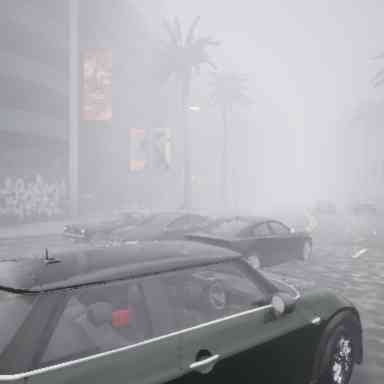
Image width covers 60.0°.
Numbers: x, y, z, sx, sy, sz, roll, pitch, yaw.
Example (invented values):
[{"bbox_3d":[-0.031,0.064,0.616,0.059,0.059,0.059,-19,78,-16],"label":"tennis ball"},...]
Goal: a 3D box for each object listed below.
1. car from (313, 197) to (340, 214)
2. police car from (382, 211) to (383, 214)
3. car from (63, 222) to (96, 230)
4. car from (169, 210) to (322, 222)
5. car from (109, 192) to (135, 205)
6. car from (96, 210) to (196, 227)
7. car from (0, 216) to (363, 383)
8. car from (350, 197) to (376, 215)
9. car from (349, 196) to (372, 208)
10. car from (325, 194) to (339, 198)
[{"bbox_3d":[13.968,1.547,35.041,1.994,1.385,4.181,0,0,17],"label":"car"},{"bbox_3d":[11.251,1.420,17.533,1.930,1.638,5.238,0,0,29],"label":"police car"},{"bbox_3d":[-3.285,1.587,14.876,1.895,1.301,4.718,0,0,43],"label":"car"},{"bbox_3d":[1.868,1.471,10.079,1.882,1.535,5.008,1,0,44],"label":"car"},{"bbox_3d":[-10.836,0.982,51.444,2.435,2.045,5.566,0,0,16],"label":"car"},{"bbox_3d":[-0.859,1.495,12.530,1.837,1.490,4.892,1,1,42],"label":"car"},{"bbox_3d":[-0.082,1.349,3.639,4.553,1.767,2.097,0,0,-38],"label":"car"},{"bbox_3d":[17.151,1.512,33.450,1.812,1.442,4.674,0,0,17],"label":"car"},{"bbox_3d":[24.785,1.461,49.062,2.231,1.521,4.892,0,0,16],"label":"car"},{"bbox_3d":[32.877,1.318,77.300,2.185,1.767,4.553,0,0,16],"label":"car"}]
